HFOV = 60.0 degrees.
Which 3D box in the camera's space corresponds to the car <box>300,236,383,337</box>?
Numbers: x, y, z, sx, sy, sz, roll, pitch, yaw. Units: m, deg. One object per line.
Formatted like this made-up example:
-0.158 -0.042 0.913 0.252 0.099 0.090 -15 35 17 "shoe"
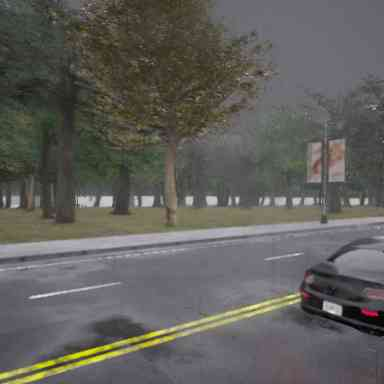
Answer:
3.952 1.567 6.260 4.674 1.442 1.812 0 0 -35 "car"
